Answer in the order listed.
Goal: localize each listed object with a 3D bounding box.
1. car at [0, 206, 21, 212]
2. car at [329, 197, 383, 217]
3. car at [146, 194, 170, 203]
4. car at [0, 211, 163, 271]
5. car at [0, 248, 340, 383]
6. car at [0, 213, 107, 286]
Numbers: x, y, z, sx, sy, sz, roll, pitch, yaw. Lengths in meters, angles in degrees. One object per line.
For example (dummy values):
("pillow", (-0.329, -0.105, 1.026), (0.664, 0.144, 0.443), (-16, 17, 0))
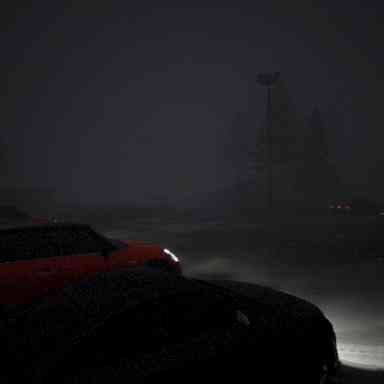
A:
("car", (-7.566, 1.327, 13.287), (2.097, 1.767, 4.553), (0, 1, 41))
("car", (12.790, 1.128, 25.765), (5.357, 1.411, 2.033), (-1, 1, -35))
("car", (-5.629, 1.044, 54.446), (2.128, 1.511, 4.902), (-1, 1, -44))
("car", (-2.417, 1.325, 6.320), (4.553, 1.767, 2.097), (-1, 1, -36))
("car", (-0.335, 1.536, 3.506), (4.181, 1.385, 1.994), (-1, 1, -35))
("car", (-4.949, 1.488, 8.813), (4.892, 1.490, 1.837), (-1, 1, -35))
